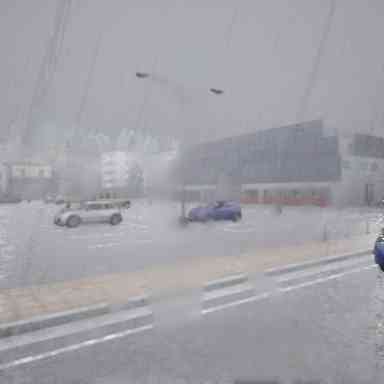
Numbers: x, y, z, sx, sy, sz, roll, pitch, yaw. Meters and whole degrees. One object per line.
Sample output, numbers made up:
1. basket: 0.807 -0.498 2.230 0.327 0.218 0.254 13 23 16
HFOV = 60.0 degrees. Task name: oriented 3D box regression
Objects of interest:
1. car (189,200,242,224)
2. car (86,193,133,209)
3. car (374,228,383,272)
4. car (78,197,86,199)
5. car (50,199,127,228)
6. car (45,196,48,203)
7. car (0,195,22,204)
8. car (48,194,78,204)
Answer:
1. car: 1.509 1.300 22.087 3.633 1.501 1.845 0 0 -35
2. car: -9.021 1.023 37.400 4.605 1.855 1.932 0 0 -35
3. car: 7.282 1.163 9.129 5.566 2.045 2.150 0 0 -35
4. car: -11.023 1.005 39.546 3.866 1.878 1.905 0 0 -35
5. car: -6.281 1.350 20.281 3.806 1.475 1.970 0 0 -35
6. car: -22.289 1.162 55.112 3.806 1.475 1.970 0 0 -35
7. car: -30.165 1.266 54.078 4.514 1.523 2.007 0 0 -35
8. car: -18.349 1.081 50.035 5.027 1.636 2.152 0 0 -35
